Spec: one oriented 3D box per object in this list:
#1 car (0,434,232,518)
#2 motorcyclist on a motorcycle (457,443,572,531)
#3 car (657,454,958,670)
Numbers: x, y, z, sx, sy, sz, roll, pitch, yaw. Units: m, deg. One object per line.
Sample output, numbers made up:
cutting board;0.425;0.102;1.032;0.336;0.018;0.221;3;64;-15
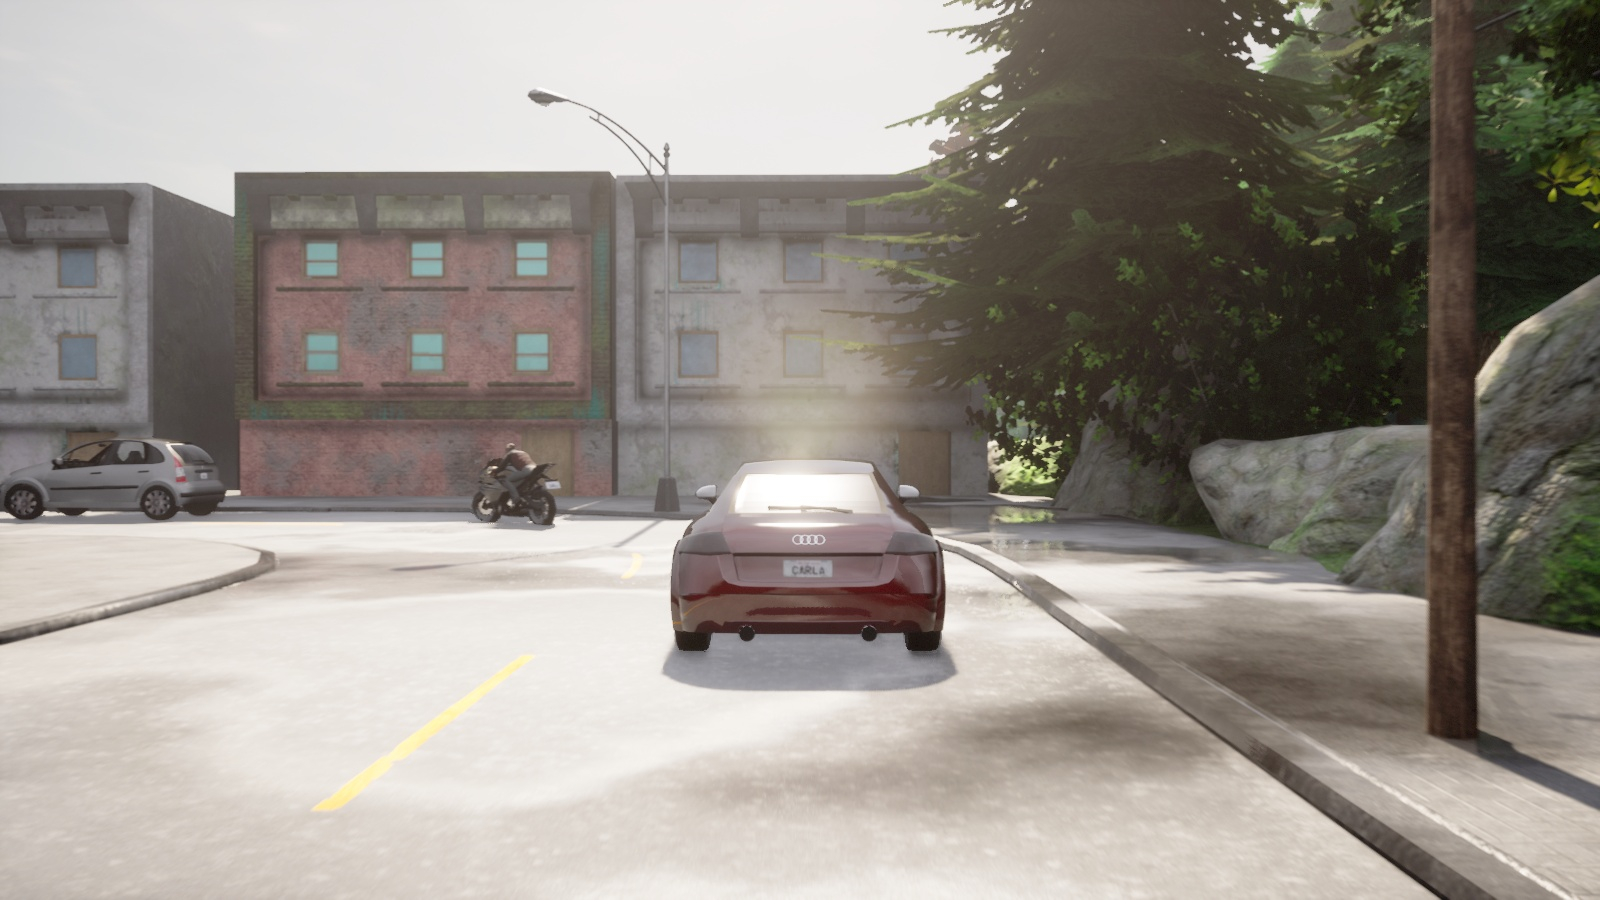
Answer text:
car;-13.750;0.488;25.072;3.988;1.617;1.851;0;0;3
motorcyclist on a motorcycle;-5.301;0.645;23.215;2.191;1.530;0.866;1;2;38
car;0.062;0.750;10.414;1.994;1.385;4.181;0;0;0
